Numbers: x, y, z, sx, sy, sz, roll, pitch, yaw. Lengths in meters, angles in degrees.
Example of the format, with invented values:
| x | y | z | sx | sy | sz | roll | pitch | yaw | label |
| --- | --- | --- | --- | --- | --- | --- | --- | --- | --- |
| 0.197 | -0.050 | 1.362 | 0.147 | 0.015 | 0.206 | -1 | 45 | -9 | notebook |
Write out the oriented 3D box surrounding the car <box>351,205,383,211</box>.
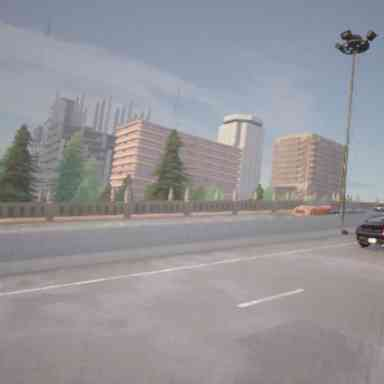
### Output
| x | y | z | sx | sy | sz | roll | pitch | yaw | label |
| --- | --- | --- | --- | --- | --- | --- | --- | --- | --- |
| 15.861 | 1.941 | 28.208 | 4.718 | 1.301 | 1.895 | 1 | 0 | -35 | car |

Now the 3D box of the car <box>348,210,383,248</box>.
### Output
| x | y | z | sx | sy | sz | roll | pitch | yaw | label |
| --- | --- | --- | --- | --- | --- | --- | --- | --- | --- |
| 9.086 | 1.688 | 14.530 | 4.892 | 1.490 | 1.837 | 1 | 0 | -36 | car |

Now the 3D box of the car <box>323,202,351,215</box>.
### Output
| x | y | z | sx | sy | sz | roll | pitch | yaw | label |
| --- | --- | --- | --- | --- | --- | --- | --- | --- | --- |
| 14.952 | 1.920 | 31.855 | 4.181 | 1.385 | 1.994 | 1 | -1 | -35 | car |

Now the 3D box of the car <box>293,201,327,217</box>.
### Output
| x | y | z | sx | sy | sz | roll | pitch | yaw | label |
| --- | --- | --- | --- | --- | --- | --- | --- | --- | --- |
| 12.529 | 1.702 | 34.426 | 4.553 | 1.767 | 2.097 | 1 | 0 | -35 | car |
